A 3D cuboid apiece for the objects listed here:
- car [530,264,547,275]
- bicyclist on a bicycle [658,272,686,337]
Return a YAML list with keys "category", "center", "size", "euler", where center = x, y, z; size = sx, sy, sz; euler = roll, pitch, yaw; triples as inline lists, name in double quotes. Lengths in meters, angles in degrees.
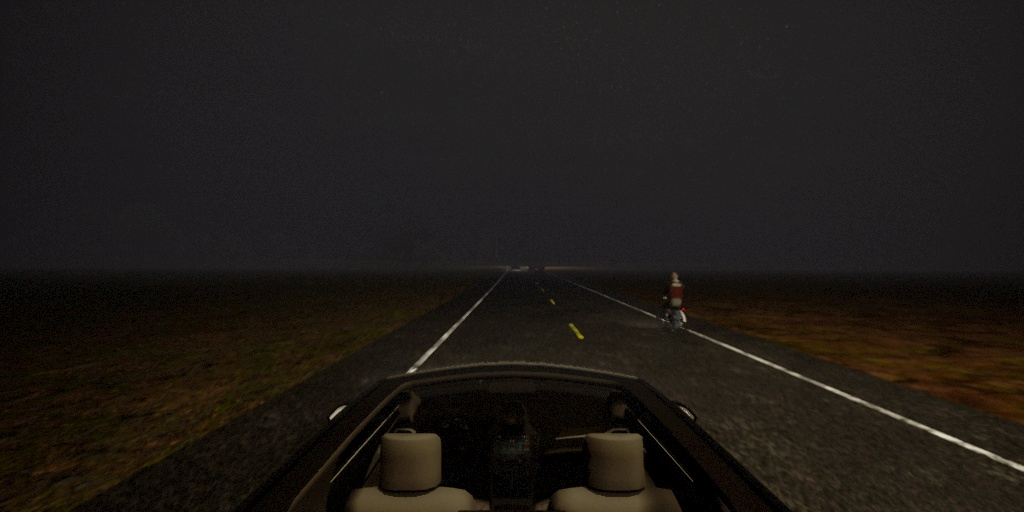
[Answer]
- category: "car"
  center: [4.322, 2.109, 55.764]
  size: [2.033, 1.411, 5.357]
  euler: [2, -1, 0]
- category: "bicyclist on a bicycle"
  center: [4.565, 1.347, 10.321]
  size: [0.659, 1.776, 1.843]
  euler: [2, 0, 1]
